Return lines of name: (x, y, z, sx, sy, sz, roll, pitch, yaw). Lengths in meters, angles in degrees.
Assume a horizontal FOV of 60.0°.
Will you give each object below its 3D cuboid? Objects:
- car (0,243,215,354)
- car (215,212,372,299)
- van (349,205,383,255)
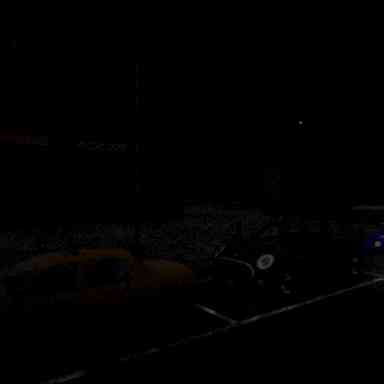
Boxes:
car: (-2.115, 1.525, 5.141, 4.829, 1.417, 1.752, 0, 0, -35)
car: (2.450, 1.439, 8.396, 4.097, 1.590, 1.967, 0, 0, -35)
van: (6.877, 1.339, 11.554, 3.998, 1.788, 1.690, 0, 0, -35)
